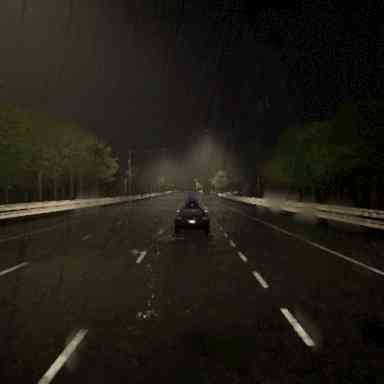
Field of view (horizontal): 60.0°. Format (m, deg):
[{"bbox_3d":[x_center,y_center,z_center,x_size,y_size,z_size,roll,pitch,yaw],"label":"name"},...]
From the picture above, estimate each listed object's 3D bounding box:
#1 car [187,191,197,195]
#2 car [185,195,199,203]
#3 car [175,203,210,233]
[{"bbox_3d":[0.036,1.002,81.036,2.150,2.045,5.566,0,0,0],"label":"car"},{"bbox_3d":[0.020,1.482,44.955,1.812,1.442,4.674,0,0,0],"label":"car"},{"bbox_3d":[0.008,1.556,19.815,1.994,1.385,4.181,0,0,0],"label":"car"}]
